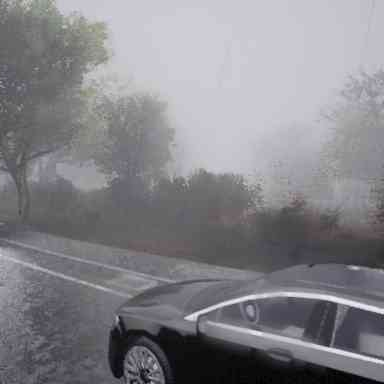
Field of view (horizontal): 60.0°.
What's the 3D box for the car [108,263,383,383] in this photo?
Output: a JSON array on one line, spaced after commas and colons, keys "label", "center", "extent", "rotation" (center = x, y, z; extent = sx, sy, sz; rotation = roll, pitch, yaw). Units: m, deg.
[{"label": "car", "center": [1.231, 1.502, 3.265], "extent": [4.902, 1.511, 2.128], "rotation": [0, 0, 36]}]
